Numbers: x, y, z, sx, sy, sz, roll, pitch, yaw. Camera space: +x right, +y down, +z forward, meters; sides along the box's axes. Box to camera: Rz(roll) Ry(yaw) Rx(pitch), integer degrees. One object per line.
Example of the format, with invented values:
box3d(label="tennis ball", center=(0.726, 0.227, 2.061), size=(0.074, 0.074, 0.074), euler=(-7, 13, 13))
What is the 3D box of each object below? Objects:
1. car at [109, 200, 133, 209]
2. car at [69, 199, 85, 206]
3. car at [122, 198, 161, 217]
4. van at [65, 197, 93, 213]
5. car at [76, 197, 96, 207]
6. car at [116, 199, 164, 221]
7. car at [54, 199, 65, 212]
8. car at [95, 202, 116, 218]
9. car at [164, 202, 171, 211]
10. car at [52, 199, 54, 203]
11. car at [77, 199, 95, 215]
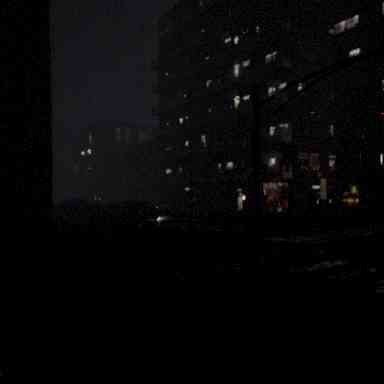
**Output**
box3d(label="car", center=(-10.827, 1.882, 50.799), size=(1.947, 1.339, 4.313), euler=(-2, 0, -36))
box3d(label="car", center=(-23.719, 2.157, 68.732), size=(1.887, 1.381, 4.507), euler=(-2, 0, -36))
box3d(label="car", center=(-5.229, 1.515, 33.918), size=(2.097, 1.767, 4.553), euler=(-1, 0, -36))
box3d(label="van", center=(-14.208, 1.711, 41.993), size=(1.690, 1.788, 3.998), euler=(-2, 0, -36))
box3d(label="car", center=(-20.503, 1.854, 64.247), size=(2.192, 1.841, 5.009), euler=(-2, 0, -36))
box3d(label="car", center=(-4.530, 1.583, 28.536), size=(1.967, 1.590, 4.097), euler=(-2, 0, -36))
box3d(label="car", center=(-17.430, 1.885, 46.480), size=(1.967, 1.590, 4.097), euler=(-2, 0, -36))
box3d(label="car", center=(-7.653, 1.742, 32.884), size=(1.752, 1.417, 4.829), euler=(-2, 0, -36))
box3d(label="car", center=(-4.482, 1.693, 41.971), size=(1.752, 1.417, 4.829), euler=(-2, 0, -36))
box3d(label="car", center=(-36.609, 2.473, 86.664), size=(1.947, 1.339, 4.313), euler=(-2, 0, -36))
box3d(label="car", center=(-10.977, 1.845, 37.508), size=(2.008, 1.369, 4.403), euler=(-2, 0, -36))
